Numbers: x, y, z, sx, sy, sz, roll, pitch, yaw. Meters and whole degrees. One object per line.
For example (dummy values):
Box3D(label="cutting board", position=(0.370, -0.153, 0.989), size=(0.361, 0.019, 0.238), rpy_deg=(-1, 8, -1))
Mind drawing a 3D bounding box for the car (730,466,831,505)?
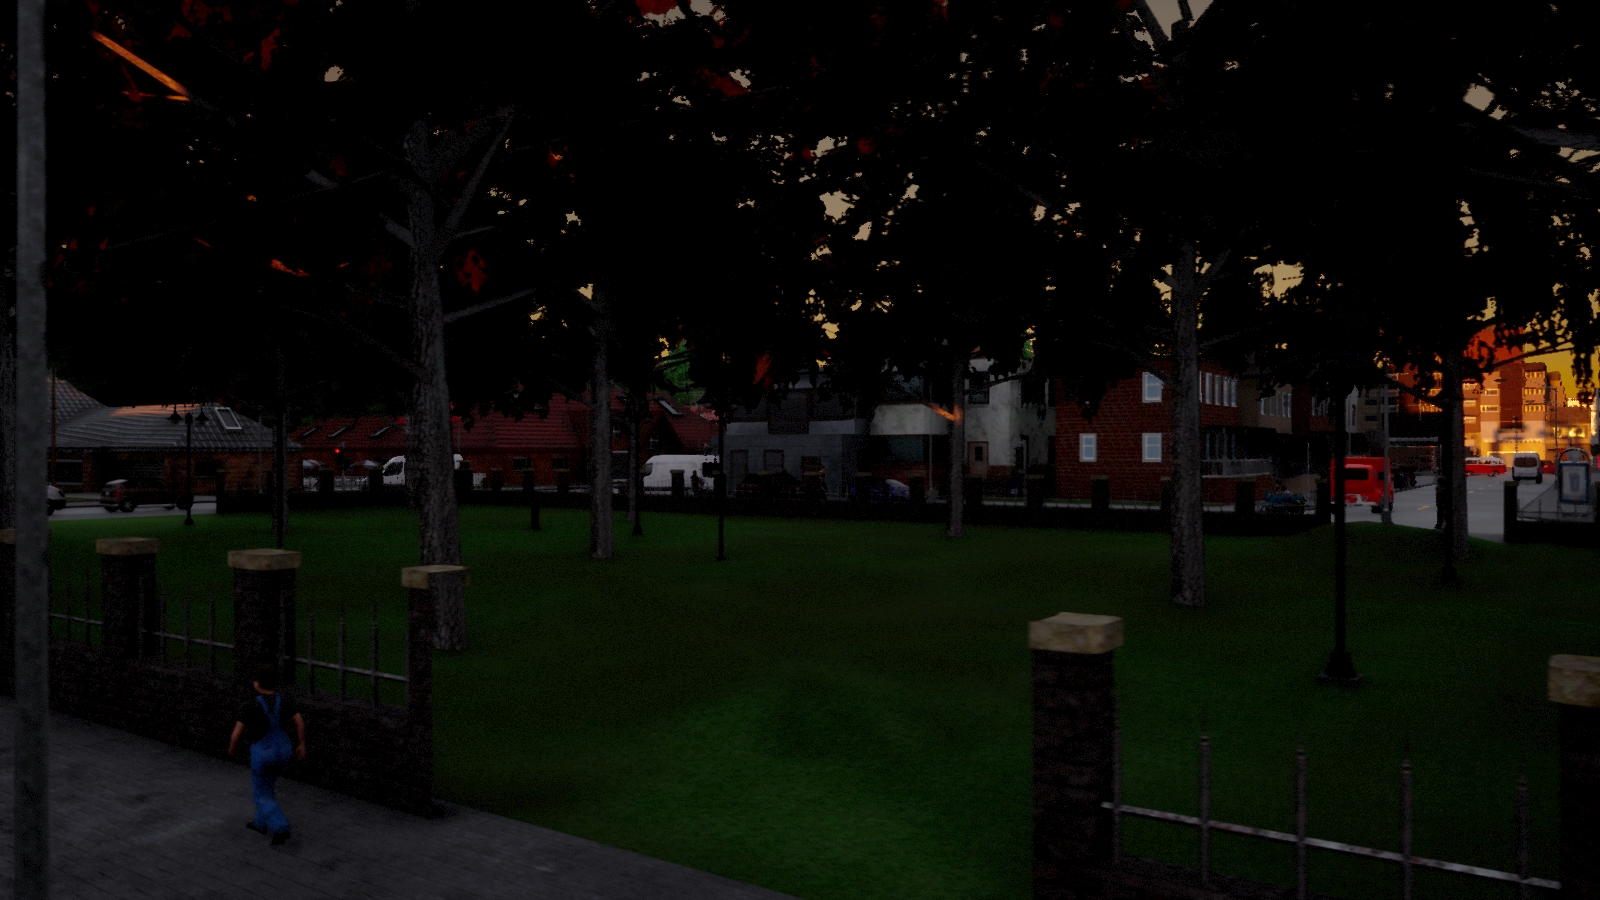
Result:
Box3D(label="car", position=(-0.960, 1.686, 55.383), size=(4.553, 1.767, 2.097), rpy_deg=(0, 0, 35))

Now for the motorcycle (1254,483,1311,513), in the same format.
Box3D(label="motorcycle", position=(19.890, 1.992, 47.106), size=(2.033, 1.145, 0.803), rpy_deg=(-1, -5, -14))

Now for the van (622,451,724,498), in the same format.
Box3D(label="van", position=(-7.249, 1.314, 64.673), size=(5.915, 2.561, 1.988), rpy_deg=(0, 0, 35))

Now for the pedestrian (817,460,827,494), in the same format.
Box3D(label="pedestrian", position=(1.242, 1.516, 64.137), size=(0.375, 1.860, 0.375), rpy_deg=(0, 0, 35))

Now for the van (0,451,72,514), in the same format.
Box3D(label="van", position=(-33.585, 1.314, 46.928), size=(1.988, 2.561, 5.915), rpy_deg=(0, 0, 36))

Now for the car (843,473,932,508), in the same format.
Box3D(label="car", position=(3.985, 1.818, 52.131), size=(3.633, 1.501, 1.845), rpy_deg=(0, 0, 36))

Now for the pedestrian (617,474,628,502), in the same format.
Box3D(label="pedestrian", position=(-8.414, 1.804, 54.298), size=(0.375, 1.300, 0.375), rpy_deg=(0, 0, -42))

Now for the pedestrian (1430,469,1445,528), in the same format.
Box3D(label="pedestrian", position=(20.214, 1.524, 36.243), size=(0.375, 1.860, 0.375), rpy_deg=(0, 0, 35))

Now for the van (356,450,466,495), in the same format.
Box3D(label="van", position=(-23.039, 1.314, 67.709), size=(5.915, 2.561, 1.988), rpy_deg=(0, -1, -28))

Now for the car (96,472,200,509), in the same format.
Box3D(label="car", position=(-29.785, 1.806, 52.248), size=(1.789, 1.549, 3.705), rpy_deg=(0, 0, 35))

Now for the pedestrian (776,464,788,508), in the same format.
Box3D(label="pedestrian", position=(-0.763, 1.525, 48.816), size=(0.375, 1.860, 0.375), rpy_deg=(0, 0, 33))

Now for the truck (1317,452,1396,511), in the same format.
Box3D(label="truck", position=(25.209, 1.347, 51.648), size=(2.627, 2.467, 5.204), rpy_deg=(0, 0, 33))

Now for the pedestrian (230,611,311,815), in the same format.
Box3D(label="pedestrian", position=(-3.678, 1.805, 7.937), size=(0.375, 1.300, 0.375), rpy_deg=(0, 0, 35))
